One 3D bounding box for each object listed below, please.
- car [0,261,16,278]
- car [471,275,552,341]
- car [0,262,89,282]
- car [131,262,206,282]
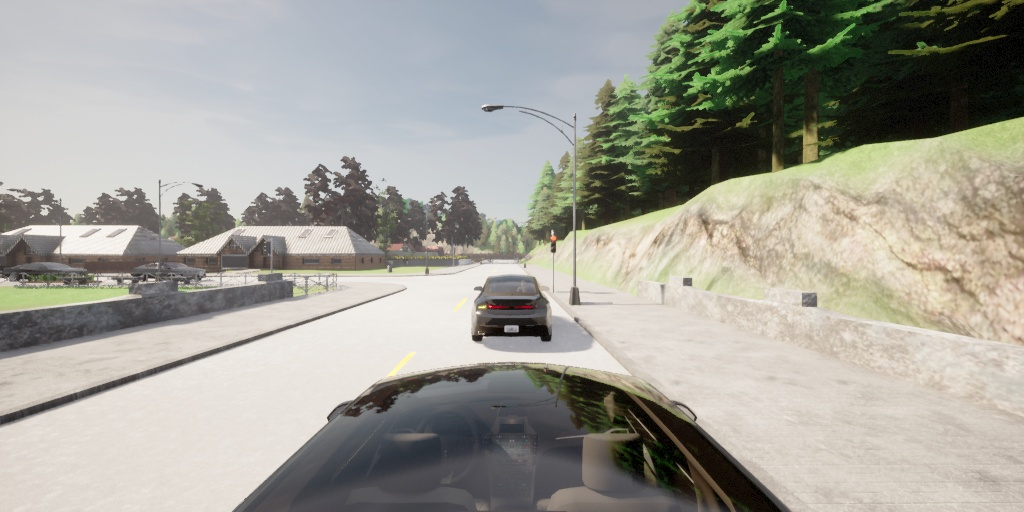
[{"bbox_3d":[-48.134,1.228,32.066,5.008,1.535,1.882,0,0,0],"label":"car"},{"bbox_3d":[-0.010,1.255,9.813,1.837,1.490,4.892,0,0,0],"label":"car"},{"bbox_3d":[-36.266,1.228,28.030,5.008,1.535,1.882,0,0,0],"label":"car"},{"bbox_3d":[-26.813,1.241,28.108,4.902,1.511,2.128,0,0,0],"label":"car"}]
